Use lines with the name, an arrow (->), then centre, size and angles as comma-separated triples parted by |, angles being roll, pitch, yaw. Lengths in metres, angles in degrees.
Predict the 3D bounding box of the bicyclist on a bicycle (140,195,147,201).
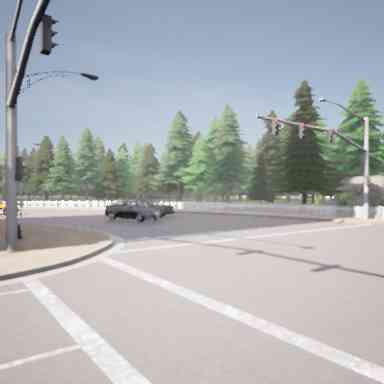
bicyclist on a bicycle -> -5.694, 1.229, 38.778 | 0.582, 1.620, 1.656 | 0, 0, 26

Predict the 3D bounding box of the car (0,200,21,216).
car -> -18.875, 1.427, 31.695 | 5.008, 1.535, 1.882 | 0, 0, 12

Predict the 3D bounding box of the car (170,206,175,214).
car -> -4.050, 1.479, 29.302 | 5.357, 1.411, 2.033 | 0, 0, 33

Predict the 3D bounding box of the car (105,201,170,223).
car -> -4.410, 1.427, 24.849 | 4.902, 1.511, 2.128 | 0, 0, 35
